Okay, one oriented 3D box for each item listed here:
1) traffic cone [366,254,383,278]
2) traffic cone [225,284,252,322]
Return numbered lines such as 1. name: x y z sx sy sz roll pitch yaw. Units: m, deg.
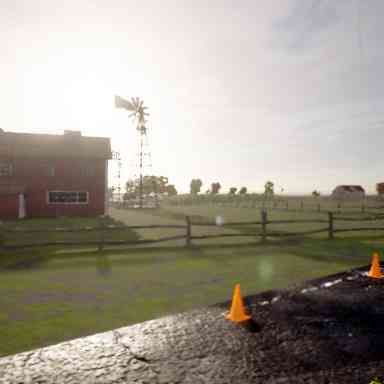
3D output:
1. traffic cone: 4.900 1.947 8.869 0.340 0.580 0.340 0 0 -35
2. traffic cone: 0.829 1.952 5.966 0.340 0.580 0.340 0 0 -35
